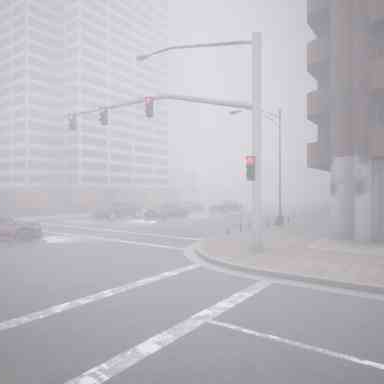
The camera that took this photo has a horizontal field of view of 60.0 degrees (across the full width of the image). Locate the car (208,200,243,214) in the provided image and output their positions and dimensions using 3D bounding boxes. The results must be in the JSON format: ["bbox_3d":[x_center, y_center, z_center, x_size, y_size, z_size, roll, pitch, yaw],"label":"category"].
[{"bbox_3d":[3.761,1.601,36.259,1.895,1.301,4.718,0,0,35],"label":"car"}]

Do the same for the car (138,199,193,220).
[{"bbox_3d":[-2.111,1.564,27.924,1.994,1.385,4.181,0,0,35],"label":"car"}]

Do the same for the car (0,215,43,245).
[{"bbox_3d":[-8.748,1.564,14.310,4.181,1.385,1.994,0,0,-34],"label":"car"}]

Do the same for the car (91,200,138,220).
[{"bbox_3d":[-6.221,1.505,28.164,1.837,1.490,4.892,0,0,35],"label":"car"}]

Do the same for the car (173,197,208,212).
[{"bbox_3d":[-0.500,1.564,36.290,1.994,1.385,4.181,0,0,35],"label":"car"}]
